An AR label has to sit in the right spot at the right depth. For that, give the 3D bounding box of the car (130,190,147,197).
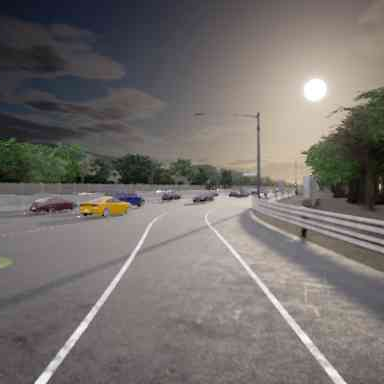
[{"bbox_3d":[-13.676,0.389,85.142,2.097,1.767,4.553,0,1,21],"label":"car"}]

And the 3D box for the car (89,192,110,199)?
[{"bbox_3d":[-19.437,0.776,70.364,1.812,1.442,4.674,0,1,21],"label":"car"}]

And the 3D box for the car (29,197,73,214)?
[{"bbox_3d":[-12.589,1.181,30.424,1.812,1.442,4.674,0,1,21],"label":"car"}]

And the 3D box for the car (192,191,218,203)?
[{"bbox_3d":[1.714,0.939,47.642,1.895,1.301,4.718,0,1,21],"label":"car"}]

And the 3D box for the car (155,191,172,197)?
[{"bbox_3d":[-7.049,0.546,82.868,2.033,1.411,5.357,0,1,21],"label":"car"}]

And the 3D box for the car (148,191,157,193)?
[{"bbox_3d":[-9.519,0.564,66.909,2.097,1.767,4.553,0,1,22],"label":"car"}]

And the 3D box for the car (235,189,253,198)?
[{"bbox_3d":[11.318,0.572,72.164,1.895,1.301,4.718,0,1,21],"label":"car"}]

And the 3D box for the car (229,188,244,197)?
[{"bbox_3d":[10.217,0.409,78.980,1.837,1.490,4.892,0,1,21],"label":"car"}]

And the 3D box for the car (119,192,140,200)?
[{"bbox_3d":[-12.799,0.723,68.119,1.837,1.490,4.892,0,1,21],"label":"car"}]

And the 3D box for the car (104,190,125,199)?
[{"bbox_3d":[-16.052,0.590,69.411,2.097,1.767,4.553,0,1,21],"label":"car"}]

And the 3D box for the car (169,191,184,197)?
[{"bbox_3d":[-3.779,0.546,81.618,1.994,1.385,4.181,0,1,21],"label":"car"}]

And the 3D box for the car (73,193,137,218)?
[{"bbox_3d":[-6.694,1.132,26.286,1.882,1.535,5.008,0,1,21],"label":"car"}]

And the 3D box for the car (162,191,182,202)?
[{"bbox_3d":[-3.250,0.810,54.142,1.837,1.490,4.892,0,1,21],"label":"car"}]

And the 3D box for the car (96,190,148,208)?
[{"bbox_3d":[-7.140,0.780,34.714,2.150,2.045,5.566,0,1,21],"label":"car"}]

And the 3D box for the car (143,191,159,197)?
[{"bbox_3d":[-10.313,0.496,84.133,1.882,1.535,5.008,0,1,21],"label":"car"}]

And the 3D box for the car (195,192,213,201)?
[{"bbox_3d":[2.179,0.775,58.390,1.994,1.385,4.181,0,1,21],"label":"car"}]
